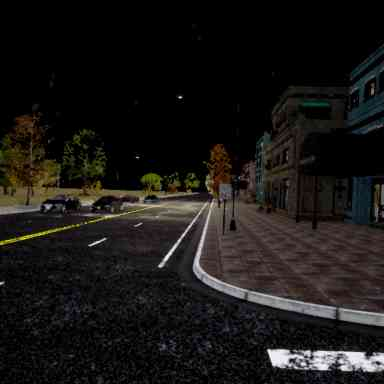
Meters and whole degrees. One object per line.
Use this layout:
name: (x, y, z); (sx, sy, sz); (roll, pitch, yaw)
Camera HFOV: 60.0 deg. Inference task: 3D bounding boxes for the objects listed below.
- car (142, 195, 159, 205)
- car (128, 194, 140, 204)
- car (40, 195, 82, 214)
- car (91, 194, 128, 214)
car: (-6.166, 1.160, 50.976); (1.812, 1.442, 4.674); (2, 0, 4)
car: (-9.411, 1.031, 51.142); (2.033, 1.411, 5.357); (2, 0, 4)
car: (-11.099, 0.986, 28.499); (2.128, 1.511, 4.902); (2, 0, 4)
car: (-7.699, 1.133, 30.557); (1.837, 1.490, 4.892); (2, 0, 4)
